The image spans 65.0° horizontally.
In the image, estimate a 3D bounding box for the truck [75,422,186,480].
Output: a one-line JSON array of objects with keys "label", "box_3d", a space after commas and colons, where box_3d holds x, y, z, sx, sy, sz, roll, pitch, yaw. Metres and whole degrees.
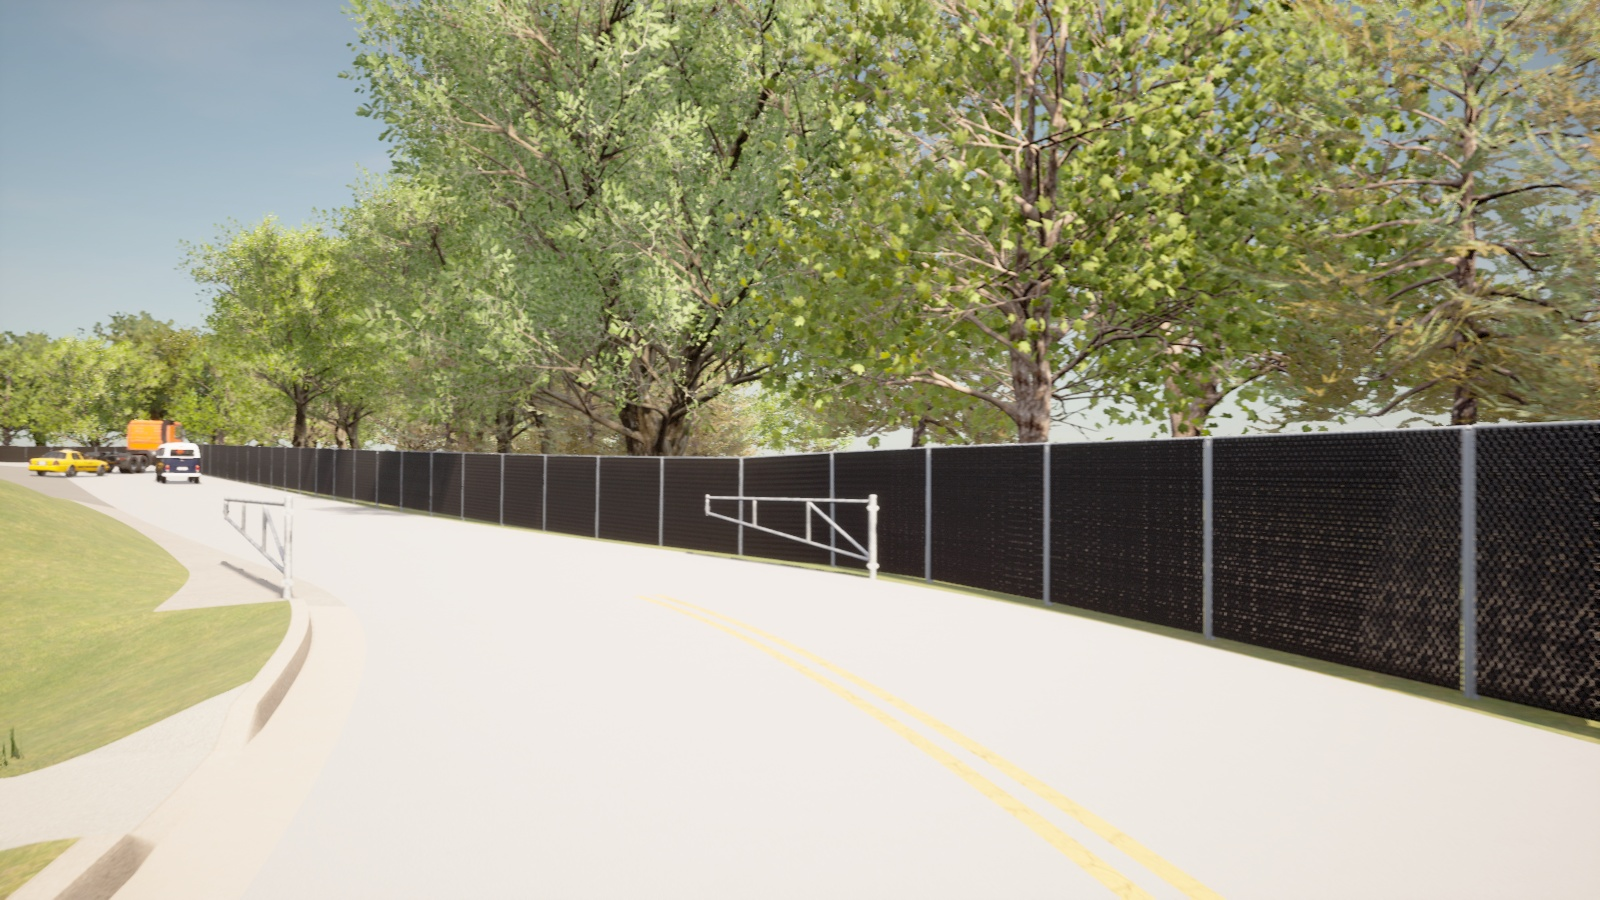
[{"label": "truck", "box_3d": [-42.568, 0.061, 80.125, 2.891, 3.462, 7.936, 1, 0, -1]}]

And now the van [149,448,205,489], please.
[{"label": "van", "box_3d": [-31.970, 0.911, 64.385, 2.069, 2.038, 4.480, 1, 0, -32]}]

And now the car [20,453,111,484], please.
[{"label": "car", "box_3d": [-40.667, 1.002, 69.683, 1.801, 1.575, 5.366, 1, 0, 1]}]
